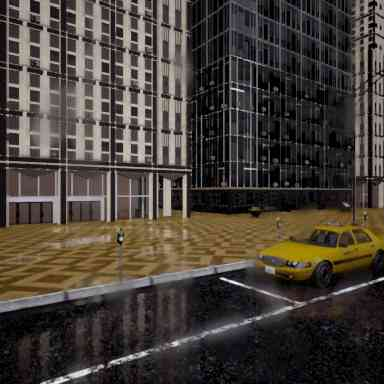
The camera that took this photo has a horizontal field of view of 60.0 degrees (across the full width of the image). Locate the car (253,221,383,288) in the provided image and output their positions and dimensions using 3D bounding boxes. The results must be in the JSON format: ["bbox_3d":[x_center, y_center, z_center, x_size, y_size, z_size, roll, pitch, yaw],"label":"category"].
[{"bbox_3d":[3.808,1.526,9.264,4.829,1.417,1.752,0,0,-35],"label":"car"}]
